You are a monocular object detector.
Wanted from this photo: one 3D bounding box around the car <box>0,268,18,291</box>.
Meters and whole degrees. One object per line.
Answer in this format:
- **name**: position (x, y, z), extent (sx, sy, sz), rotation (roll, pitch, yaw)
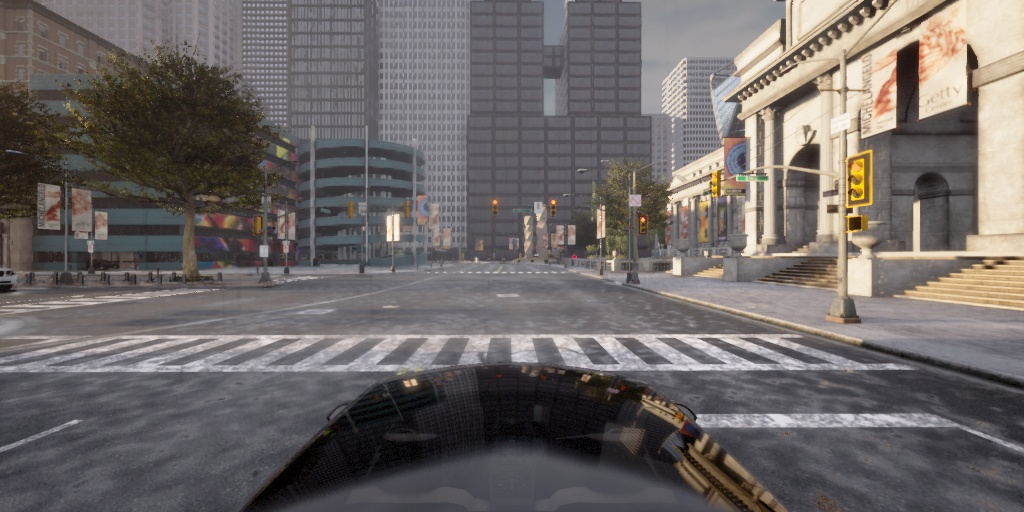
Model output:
- **car**: position (-31.152, 0.971, 19.773), extent (5.566, 2.045, 2.150), rotation (0, 0, 0)
